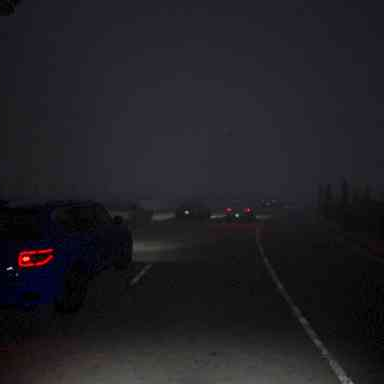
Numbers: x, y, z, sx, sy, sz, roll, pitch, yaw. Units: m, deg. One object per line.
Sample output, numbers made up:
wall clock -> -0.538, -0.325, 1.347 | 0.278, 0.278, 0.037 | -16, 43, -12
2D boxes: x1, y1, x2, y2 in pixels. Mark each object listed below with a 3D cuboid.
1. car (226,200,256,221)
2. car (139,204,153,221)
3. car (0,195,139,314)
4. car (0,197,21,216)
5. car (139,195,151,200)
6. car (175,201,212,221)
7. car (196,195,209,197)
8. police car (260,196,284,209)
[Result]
car -> 3.737, 1.360, 25.038 | 1.812, 1.442, 4.674 | 0, 0, 16
car -> -4.202, 1.450, 22.514 | 1.895, 1.301, 4.718 | 0, 0, 13
car -> -3.023, 1.169, 7.678 | 2.150, 2.045, 5.566 | 0, 0, 4
car -> -17.285, 1.284, 28.409 | 1.882, 1.535, 5.008 | 0, 0, 15
car -> -7.447, 1.174, 45.243 | 1.882, 1.535, 5.008 | 0, 0, 26
car -> 0.190, 1.395, 25.282 | 1.994, 1.385, 4.181 | 0, 0, 16
car -> 1.579, 1.240, 54.509 | 2.033, 1.411, 5.357 | 0, 0, 32
police car -> 9.728, 1.239, 40.029 | 2.038, 1.542, 4.974 | 0, 0, 26
